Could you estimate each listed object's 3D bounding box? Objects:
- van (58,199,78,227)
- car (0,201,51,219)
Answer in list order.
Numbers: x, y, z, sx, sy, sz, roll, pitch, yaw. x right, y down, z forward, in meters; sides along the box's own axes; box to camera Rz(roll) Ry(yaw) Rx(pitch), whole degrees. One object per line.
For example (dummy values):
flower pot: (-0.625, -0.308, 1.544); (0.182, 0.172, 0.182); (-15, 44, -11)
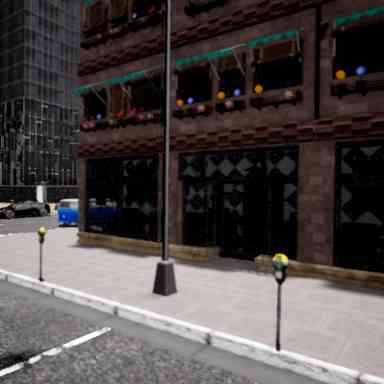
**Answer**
van: (-7.082, 1.334, 22.673); (1.690, 1.788, 3.998); (1, 1, 35)
car: (-13.913, 1.418, 27.535); (1.947, 1.339, 4.313); (1, 1, 35)
